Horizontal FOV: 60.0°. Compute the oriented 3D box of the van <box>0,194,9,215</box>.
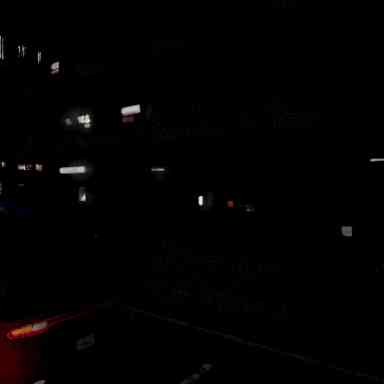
[{"bbox_3d":[-17.346,1.114,28.768,1.690,1.788,3.998,1,2,35],"label":"van"}]

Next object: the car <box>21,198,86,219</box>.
[{"bbox_3d":[-11.274,1.292,27.419,1.812,1.442,4.674,0,1,35],"label":"car"}]

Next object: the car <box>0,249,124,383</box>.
[{"bbox_3d":[-3.004,1.544,5.009,4.507,1.381,1.887,0,0,35],"label":"car"}]

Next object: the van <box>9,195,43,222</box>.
[{"bbox_3d":[-10.509,1.153,23.921,1.690,1.788,3.998,1,2,35],"label":"van"}]
